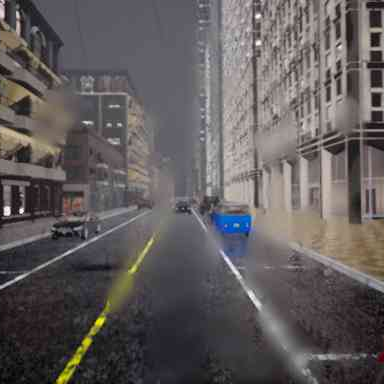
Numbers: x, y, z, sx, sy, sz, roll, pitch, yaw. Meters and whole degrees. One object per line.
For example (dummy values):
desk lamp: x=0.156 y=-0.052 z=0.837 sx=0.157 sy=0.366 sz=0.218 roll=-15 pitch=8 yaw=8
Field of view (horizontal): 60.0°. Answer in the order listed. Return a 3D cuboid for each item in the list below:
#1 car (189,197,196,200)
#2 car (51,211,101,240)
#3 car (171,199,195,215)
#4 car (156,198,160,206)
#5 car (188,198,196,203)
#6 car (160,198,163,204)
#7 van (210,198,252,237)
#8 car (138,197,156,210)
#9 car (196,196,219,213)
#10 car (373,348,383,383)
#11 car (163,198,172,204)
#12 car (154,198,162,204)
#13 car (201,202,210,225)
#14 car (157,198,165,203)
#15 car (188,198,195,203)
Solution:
car: x=0.409 y=2.096 z=74.900 sx=1.802 sy=1.307 sz=4.206 roll=-1 pitch=0 yaw=-2
car: x=-6.212 y=1.738 z=18.183 sx=2.008 sy=1.369 sz=4.403 roll=-1 pitch=0 yaw=-2
car: x=-1.031 y=1.810 z=37.622 sx=2.033 sy=1.411 sz=5.357 roll=-1 pitch=0 yaw=-2
car: x=-7.615 y=2.082 z=63.349 sx=1.947 sy=1.339 sz=4.313 roll=-1 pitch=0 yaw=-2
car: x=0.059 y=2.169 z=86.192 sx=1.947 sy=1.339 sz=4.313 roll=-1 pitch=0 yaw=-2
car: x=-7.790 y=2.110 z=68.994 sx=2.008 sy=1.369 sz=4.403 roll=-1 pitch=0 yaw=-2
van: x=2.161 y=1.439 z=18.445 sx=1.690 sy=1.788 sz=3.998 roll=-1 pitch=0 yaw=-2
car: x=-7.267 y=1.747 z=52.059 sx=2.192 sy=1.841 sz=5.009 roll=-1 pitch=0 yaw=-2
car: x=1.999 y=1.454 z=37.037 sx=2.150 sy=2.045 sz=5.566 roll=-1 pitch=0 yaw=-2
car: x=2.689 y=1.422 z=1.507 sx=1.967 sy=1.590 sz=4.097 roll=-1 pitch=0 yaw=-2
car: x=-5.337 y=2.101 z=76.592 sx=1.895 sy=1.301 sz=4.718 roll=-1 pitch=0 yaw=-2
car: x=-8.137 y=2.172 z=80.116 sx=1.752 sy=1.417 sz=4.829 roll=-1 pitch=0 yaw=-2
car: x=1.988 y=1.688 z=24.089 sx=2.008 sy=1.369 sz=4.403 roll=-1 pitch=0 yaw=-2
car: x=-8.493 y=2.283 z=91.578 sx=1.887 sy=1.381 sz=4.507 roll=-1 pitch=0 yaw=-2
car: x=-0.117 y=2.231 z=91.838 sx=1.802 sy=1.307 sz=4.206 roll=-1 pitch=0 yaw=-2
